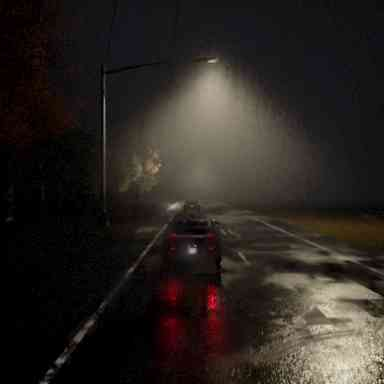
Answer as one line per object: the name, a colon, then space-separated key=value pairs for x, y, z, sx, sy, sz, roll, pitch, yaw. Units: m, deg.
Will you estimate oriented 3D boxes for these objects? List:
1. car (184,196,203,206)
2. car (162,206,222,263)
car: x=0.008 y=1.550 z=39.822 sx=1.994 sy=1.385 sz=4.181 roll=0 pitch=0 yaw=0
car: x=0.005 y=1.492 z=11.975 sx=2.128 sy=1.511 sz=4.902 roll=0 pitch=0 yaw=0
